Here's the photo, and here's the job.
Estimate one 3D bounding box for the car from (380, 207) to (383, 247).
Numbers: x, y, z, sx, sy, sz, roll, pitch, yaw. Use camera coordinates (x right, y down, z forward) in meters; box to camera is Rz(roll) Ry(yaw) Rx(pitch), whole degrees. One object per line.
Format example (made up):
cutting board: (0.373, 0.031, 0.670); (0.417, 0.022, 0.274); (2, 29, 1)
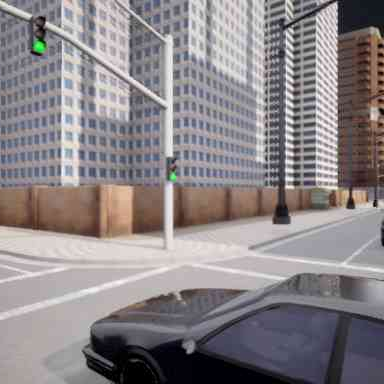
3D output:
car: (9.735, 1.222, 14.544); (2.150, 2.045, 5.566); (0, 0, 36)

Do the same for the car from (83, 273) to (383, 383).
car: (1.345, 1.548, 3.032); (5.357, 1.411, 2.033); (0, 0, 36)
